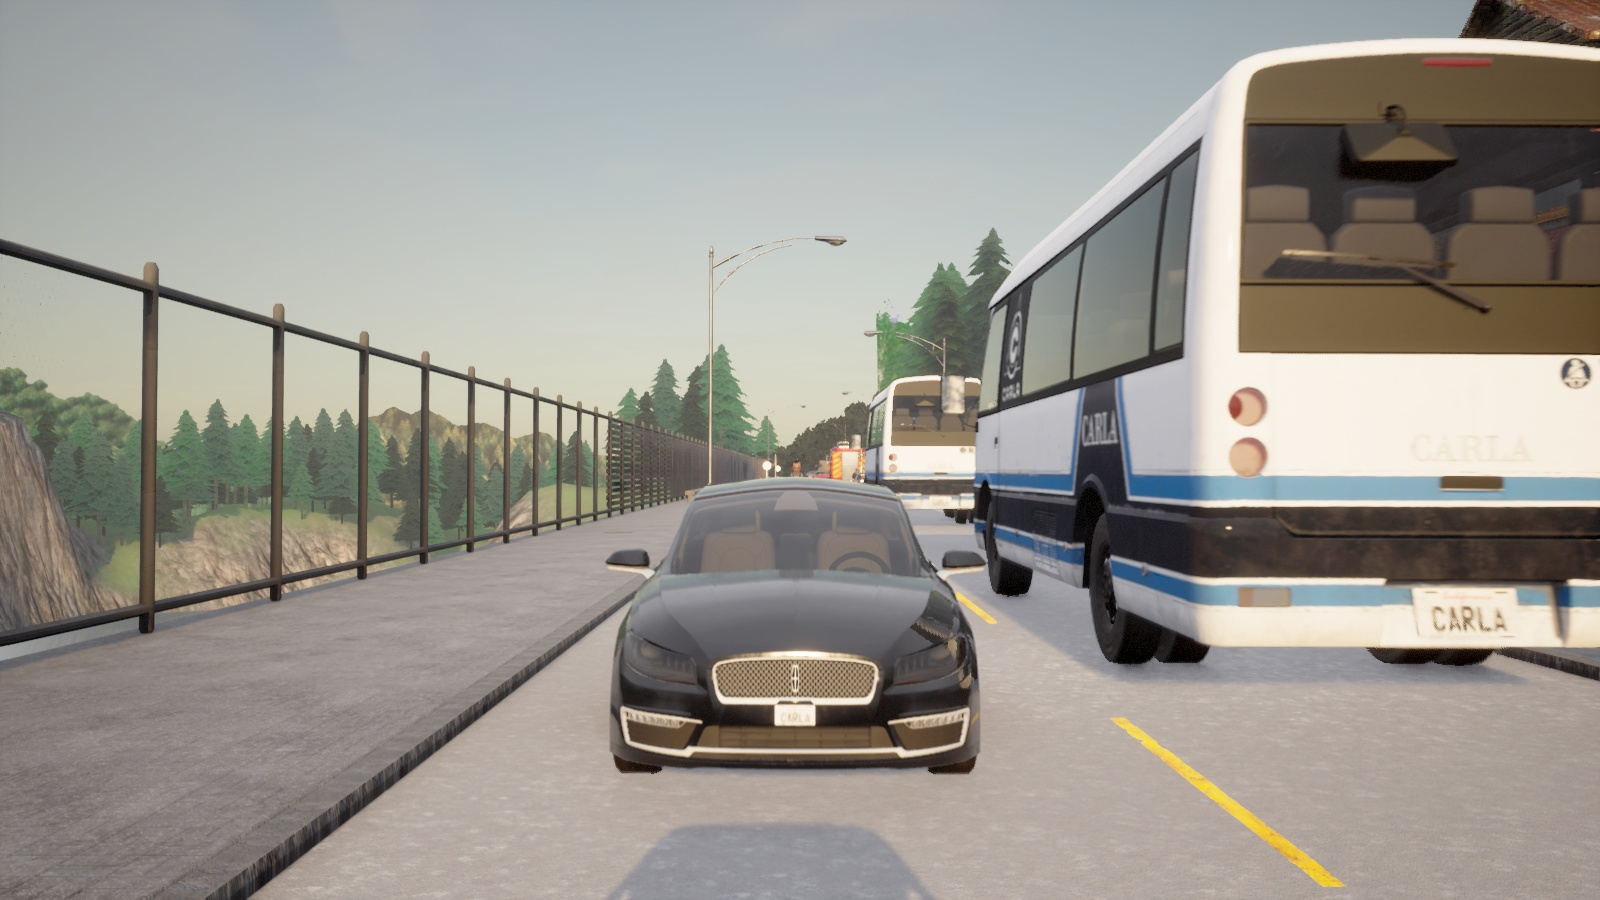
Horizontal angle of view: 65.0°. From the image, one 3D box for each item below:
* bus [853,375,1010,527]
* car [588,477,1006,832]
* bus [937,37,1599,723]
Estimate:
[{"bbox_3d":[3.899,0.101,40.408,3.944,4.253,10.273,0,-1,0],"label":"bus"},{"bbox_3d":[-0.019,0.952,7.973,1.837,1.490,4.892,0,-1,0],"label":"car"},{"bbox_3d":[3.964,-0.360,12.929,3.944,4.253,10.273,0,-1,0],"label":"bus"}]
